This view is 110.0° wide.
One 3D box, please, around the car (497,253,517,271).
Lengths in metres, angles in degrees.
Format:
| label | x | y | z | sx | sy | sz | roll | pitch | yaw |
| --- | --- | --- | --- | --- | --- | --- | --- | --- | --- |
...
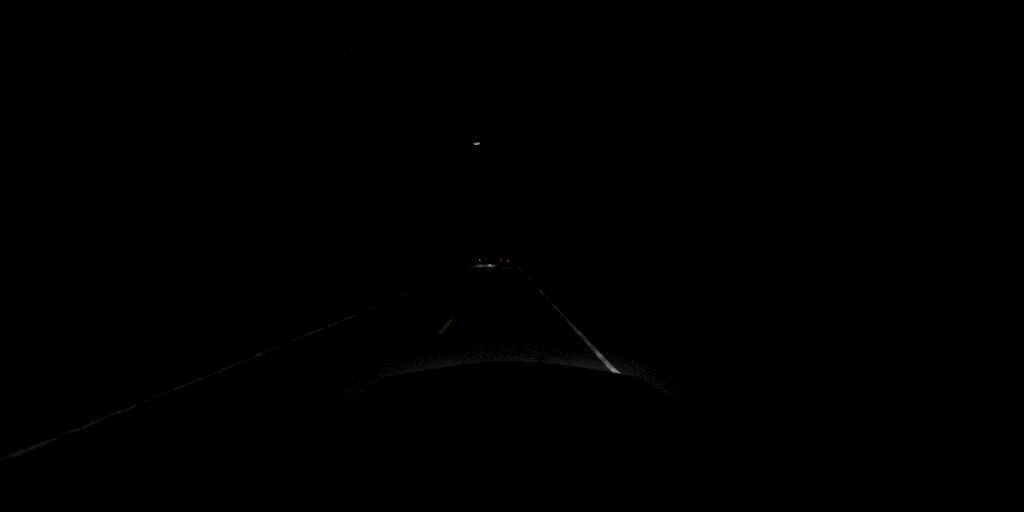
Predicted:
| label | x | y | z | sx | sy | sz | roll | pitch | yaw |
| --- | --- | --- | --- | --- | --- | --- | --- | --- | --- |
| car | -0.553 | 0.637 | 43.037 | 2.150 | 2.045 | 5.566 | -1 | 1 | -1 |

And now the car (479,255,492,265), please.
| label | x | y | z | sx | sy | sz | roll | pitch | yaw |
| --- | --- | --- | --- | --- | --- | --- | --- | --- | --- |
| car | -4.477 | 0.614 | 61.174 | 2.097 | 1.767 | 4.553 | -1 | 1 | 0 |
